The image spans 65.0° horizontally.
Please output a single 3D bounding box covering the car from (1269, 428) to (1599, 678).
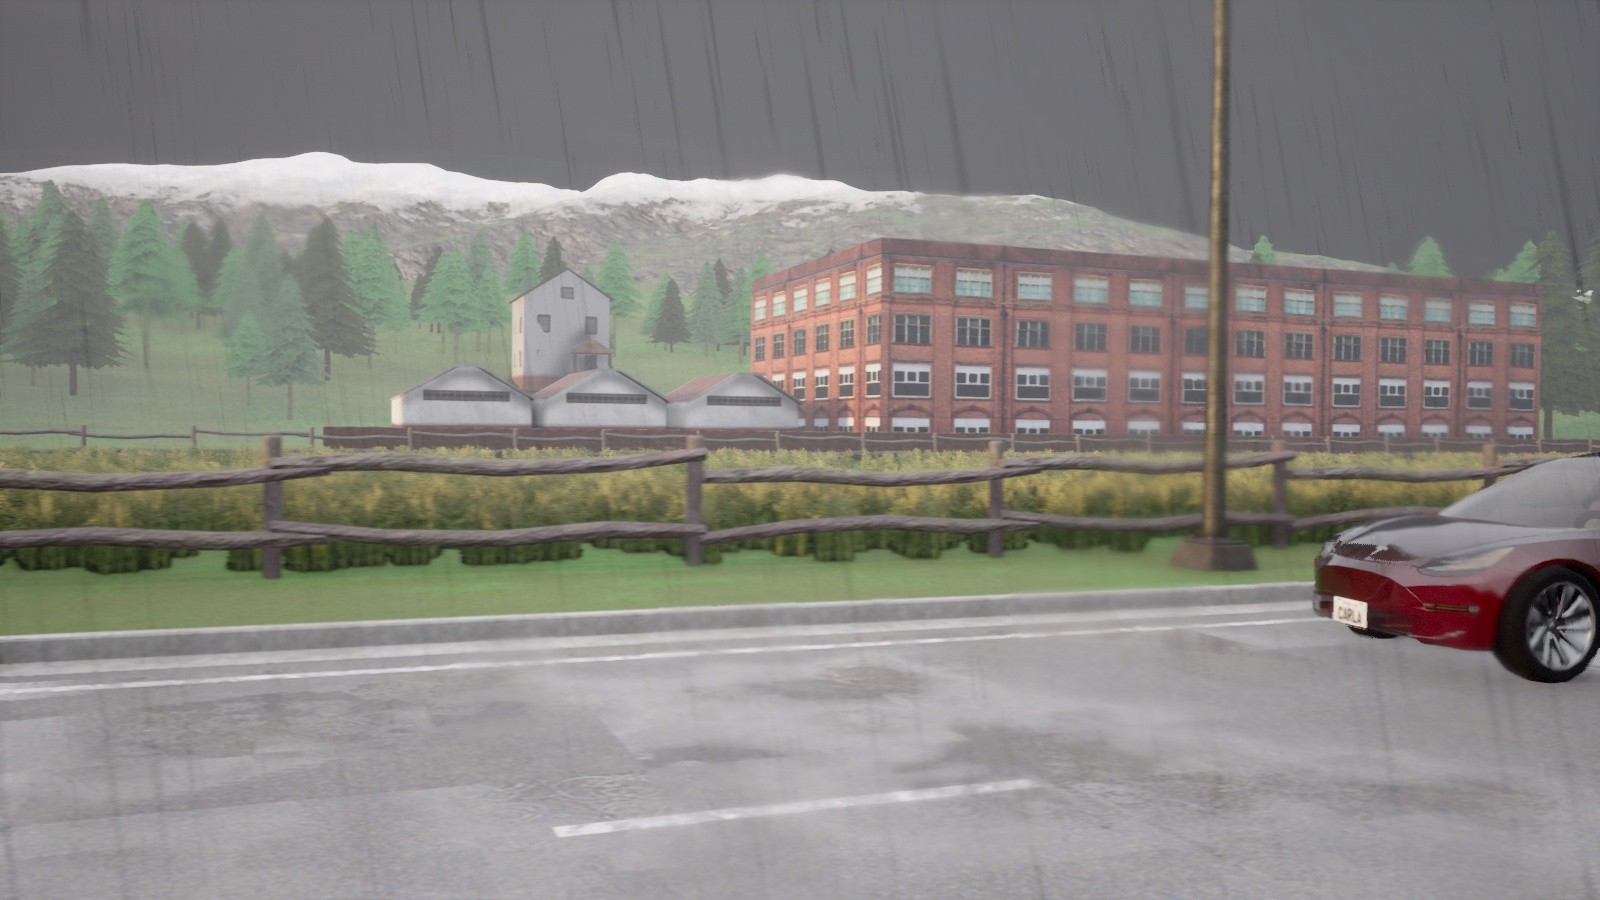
[{"bbox_3d":[6.177,0.583,9.065,4.792,1.488,2.163,-1,1,-10],"label":"car"}]
